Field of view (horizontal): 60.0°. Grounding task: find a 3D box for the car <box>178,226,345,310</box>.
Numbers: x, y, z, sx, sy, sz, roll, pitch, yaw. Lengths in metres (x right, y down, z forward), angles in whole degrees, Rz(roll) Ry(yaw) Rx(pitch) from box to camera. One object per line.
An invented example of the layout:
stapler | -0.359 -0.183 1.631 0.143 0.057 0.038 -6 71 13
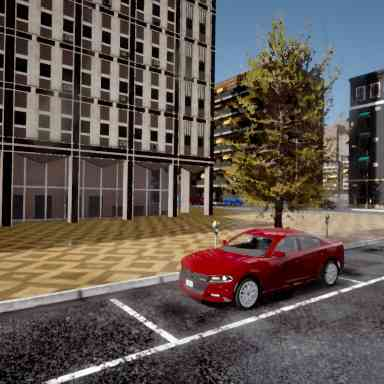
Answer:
car | 1.780 1.547 7.834 4.507 1.381 1.887 0 1 -36

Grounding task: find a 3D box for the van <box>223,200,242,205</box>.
van | 7.135 1.314 57.825 1.690 1.788 3.998 2 -1 -36

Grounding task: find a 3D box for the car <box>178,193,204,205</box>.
car | 0.341 1.130 52.923 2.192 1.841 5.009 2 -1 -36

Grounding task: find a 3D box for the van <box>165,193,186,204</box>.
van | -2.954 1.142 57.489 1.690 1.788 3.998 2 -1 -36

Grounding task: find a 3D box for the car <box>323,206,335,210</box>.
car | 17.015 1.585 44.123 1.947 1.339 4.313 2 -1 -36

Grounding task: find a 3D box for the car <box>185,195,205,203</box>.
car | 0.545 1.385 66.958 1.967 1.590 4.097 1 -1 -36
